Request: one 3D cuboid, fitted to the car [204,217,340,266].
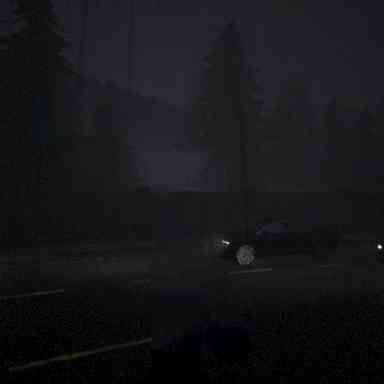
[{"bbox_3d":[2.874,1.661,11.971,4.902,1.511,2.128,0,-1,-16],"label":"car"}]

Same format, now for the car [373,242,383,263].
[{"bbox_3d":[7.954,1.764,9.792,4.718,1.301,1.895,0,-1,-10],"label":"car"}]
